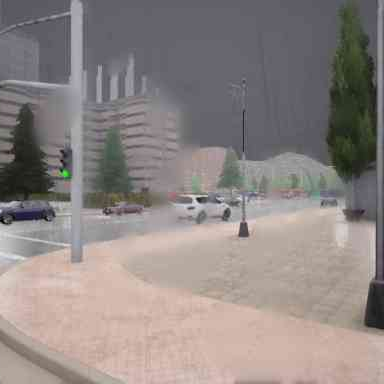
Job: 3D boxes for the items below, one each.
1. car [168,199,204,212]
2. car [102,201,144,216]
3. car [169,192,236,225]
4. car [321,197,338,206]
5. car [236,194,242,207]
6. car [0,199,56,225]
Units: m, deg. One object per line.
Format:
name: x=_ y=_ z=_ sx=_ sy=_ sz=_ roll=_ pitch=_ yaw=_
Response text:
car: x=-0.679 y=1.601 z=40.630 sx=1.895 sy=1.301 sz=4.718 roll=0 pitch=0 yaw=36
car: x=-6.651 y=1.564 z=32.437 sx=1.994 sy=1.385 sz=4.181 roll=0 pitch=0 yaw=36
car: x=0.718 y=1.221 z=24.364 sx=2.150 sy=2.045 sz=5.566 roll=0 pitch=0 yaw=36
car: x=22.259 y=1.526 z=53.993 sx=1.812 sy=1.442 sz=4.674 roll=0 pitch=0 yaw=36
car: x=5.470 y=1.505 z=49.020 sx=1.837 sy=1.490 sz=4.892 roll=0 pitch=0 yaw=37
car: x=-12.495 y=1.352 z=24.387 sx=2.097 sy=1.767 sz=4.553 roll=0 pitch=0 yaw=36
